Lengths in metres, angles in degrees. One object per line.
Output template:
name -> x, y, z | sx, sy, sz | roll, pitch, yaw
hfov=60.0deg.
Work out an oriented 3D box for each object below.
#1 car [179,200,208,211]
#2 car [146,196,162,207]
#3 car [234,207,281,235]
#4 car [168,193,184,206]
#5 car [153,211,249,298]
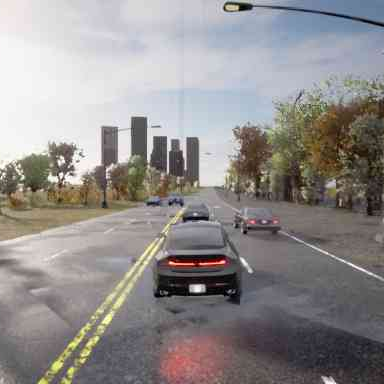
car -> 0.298, 1.527, 25.693 | 1.994, 1.385, 4.181 | -1, 1, 2
car -> -5.747, 1.396, 50.805 | 1.882, 1.535, 5.008 | 0, 0, 2
car -> 3.506, 1.523, 18.731 | 2.033, 1.411, 5.357 | 0, 0, 0
car -> -2.468, 1.131, 51.672 | 2.150, 2.045, 5.566 | 0, 0, 2
car -> 0.120, 1.490, 8.503 | 1.837, 1.490, 4.892 | -1, 1, 1
